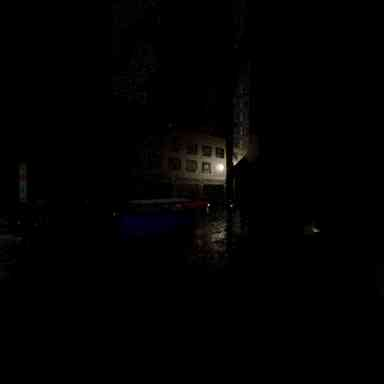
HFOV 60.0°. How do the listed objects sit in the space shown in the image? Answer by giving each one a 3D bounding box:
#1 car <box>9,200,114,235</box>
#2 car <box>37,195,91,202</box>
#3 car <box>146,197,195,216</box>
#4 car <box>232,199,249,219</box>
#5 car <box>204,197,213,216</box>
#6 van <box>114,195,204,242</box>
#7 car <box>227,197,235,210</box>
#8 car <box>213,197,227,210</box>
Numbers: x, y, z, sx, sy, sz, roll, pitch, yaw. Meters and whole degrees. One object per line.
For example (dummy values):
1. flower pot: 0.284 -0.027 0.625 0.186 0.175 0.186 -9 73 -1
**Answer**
1. car: -6.627 1.399 18.243 2.033 1.411 5.357 0 1 36
2. car: -8.342 1.142 20.410 2.192 1.841 5.009 1 1 35
3. car: -1.833 1.234 29.550 1.887 1.381 4.507 1 1 35
4. car: 5.109 1.291 24.602 2.008 1.369 4.403 1 1 35
5. car: -0.651 1.078 26.630 2.097 1.767 4.553 0 1 35
6. van: -1.399 1.218 15.464 1.690 1.788 3.998 1 1 35
7. car: 5.344 1.090 35.028 2.128 1.511 4.902 0 1 36
8. car: 1.422 1.186 34.119 1.947 1.339 4.313 1 1 35
